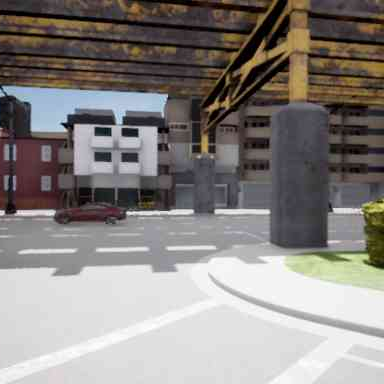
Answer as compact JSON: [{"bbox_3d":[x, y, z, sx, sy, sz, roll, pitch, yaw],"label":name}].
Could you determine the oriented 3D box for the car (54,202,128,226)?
[{"bbox_3d":[-6.626,1.421,21.994,4.674,1.442,1.812,0,0,-9],"label":"car"}]
